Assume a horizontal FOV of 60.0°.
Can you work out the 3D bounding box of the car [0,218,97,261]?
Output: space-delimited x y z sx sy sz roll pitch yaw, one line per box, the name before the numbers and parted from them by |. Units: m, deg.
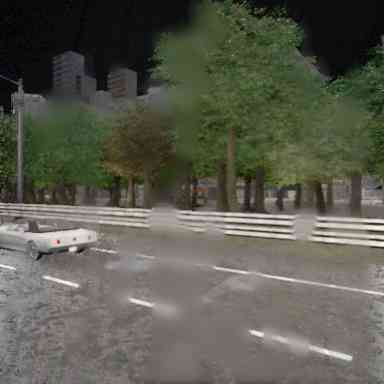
car | -5.727 1.599 12.263 4.718 1.301 1.895 0 0 36
